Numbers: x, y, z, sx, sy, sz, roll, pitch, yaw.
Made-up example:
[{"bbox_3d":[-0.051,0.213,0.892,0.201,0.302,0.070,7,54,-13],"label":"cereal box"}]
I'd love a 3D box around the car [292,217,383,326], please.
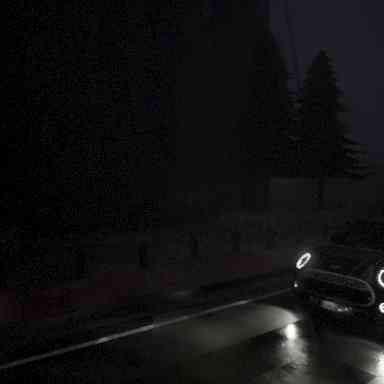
[{"bbox_3d":[4.173,1.340,6.972,4.553,1.767,2.097,0,0,-36],"label":"car"}]
